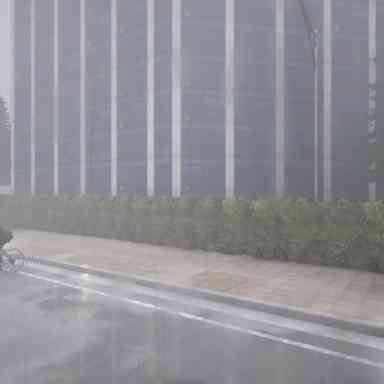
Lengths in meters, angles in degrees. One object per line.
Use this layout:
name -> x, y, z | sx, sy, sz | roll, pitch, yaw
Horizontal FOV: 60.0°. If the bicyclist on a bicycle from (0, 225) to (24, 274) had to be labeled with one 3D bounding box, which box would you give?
bicyclist on a bicycle -> -5.175, 1.431, 8.630 | 0.582, 1.620, 1.656 | 0, 2, 34
